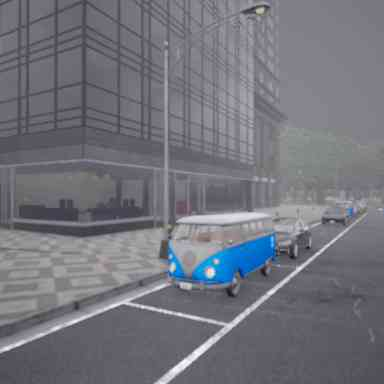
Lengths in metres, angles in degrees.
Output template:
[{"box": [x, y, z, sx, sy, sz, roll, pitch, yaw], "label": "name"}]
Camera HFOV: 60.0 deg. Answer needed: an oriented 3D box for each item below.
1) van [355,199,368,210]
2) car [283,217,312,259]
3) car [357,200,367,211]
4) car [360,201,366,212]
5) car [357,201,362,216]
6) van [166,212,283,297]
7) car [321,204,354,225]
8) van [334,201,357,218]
[{"box": [28.398, 2.104, 55.667, 1.690, 1.788, 3.998, -1, -1, 30], "label": "van"}, {"box": [3.675, 1.730, 13.434, 2.008, 1.369, 4.403, 0, -1, 30], "label": "car"}, {"box": [22.818, 2.154, 46.133, 1.752, 1.417, 4.829, -1, -1, 30], "label": "car"}, {"box": [20.157, 2.131, 41.587, 1.947, 1.339, 4.313, -1, -1, 30], "label": "car"}, {"box": [17.324, 2.023, 36.749, 1.752, 1.417, 4.829, 0, -1, 30], "label": "car"}, {"box": [0.928, 1.457, 8.744, 1.690, 1.788, 3.998, 0, -1, 30], "label": "van"}, {"box": [11.916, 1.936, 27.510, 1.947, 1.339, 4.313, 0, -1, 30], "label": "car"}, {"box": [14.663, 1.776, 32.206, 1.690, 1.788, 3.998, 0, -1, 30], "label": "van"}]
